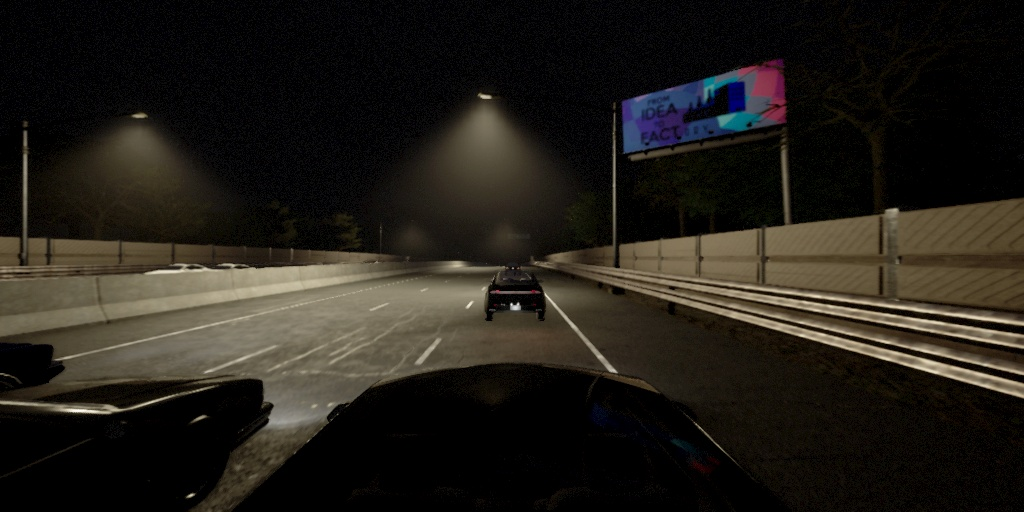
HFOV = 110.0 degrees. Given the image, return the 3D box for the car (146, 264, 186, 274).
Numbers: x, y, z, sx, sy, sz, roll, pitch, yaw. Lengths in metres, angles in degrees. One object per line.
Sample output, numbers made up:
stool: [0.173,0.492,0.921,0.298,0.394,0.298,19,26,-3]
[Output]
car: [-24.594,1.315,26.667,1.812,1.442,4.674,0,0,0]

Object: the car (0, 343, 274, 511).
car: [-3.401,1.297,1.222,2.033,1.411,5.357,0,0,0]

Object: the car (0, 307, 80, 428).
car: [-6.899,1.352,2.577,1.895,1.301,4.718,0,0,0]

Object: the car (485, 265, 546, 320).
car: [0.101,1.254,12.576,2.128,1.511,4.902,0,0,0]

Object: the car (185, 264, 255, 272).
car: [-21.094,1.315,26.676,1.812,1.442,4.674,0,0,0]

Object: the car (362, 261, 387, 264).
car: [-17.577,1.378,44.106,2.128,1.511,4.902,0,0,0]

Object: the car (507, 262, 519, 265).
car: [0.105,1.413,41.497,2.033,1.411,5.357,0,0,0]
